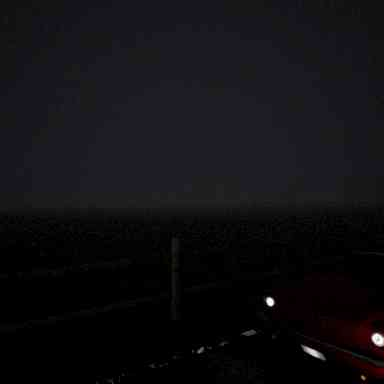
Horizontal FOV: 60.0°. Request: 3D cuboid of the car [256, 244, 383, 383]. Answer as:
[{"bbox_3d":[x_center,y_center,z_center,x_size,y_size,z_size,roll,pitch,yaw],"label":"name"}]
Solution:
[{"bbox_3d":[3.239,1.601,5.251,4.718,1.301,1.895,0,0,-35],"label":"car"}]
